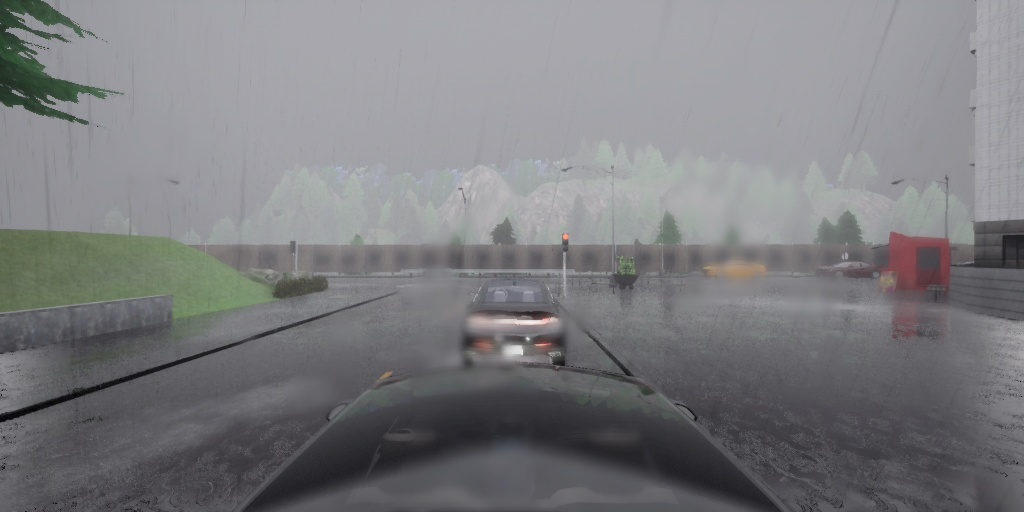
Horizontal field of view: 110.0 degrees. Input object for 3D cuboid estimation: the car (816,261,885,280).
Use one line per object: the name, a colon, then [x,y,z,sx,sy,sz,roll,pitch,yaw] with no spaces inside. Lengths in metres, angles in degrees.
car: [29.399,1.228,31.223,5.008,1.535,1.882,0,0,0]

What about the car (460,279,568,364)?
car: [0.053,1.241,7.923,2.128,1.511,4.902,0,0,0]

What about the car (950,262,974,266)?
car: [39.798,1.254,31.204,4.892,1.490,1.837,0,0,0]

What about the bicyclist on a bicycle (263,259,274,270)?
bicyclist on a bicycle: [-24.027,1.099,35.400,0.582,1.620,1.656,0,0,0]

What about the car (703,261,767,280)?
car: [19.350,1.228,31.221,5.008,1.535,1.882,0,0,0]
